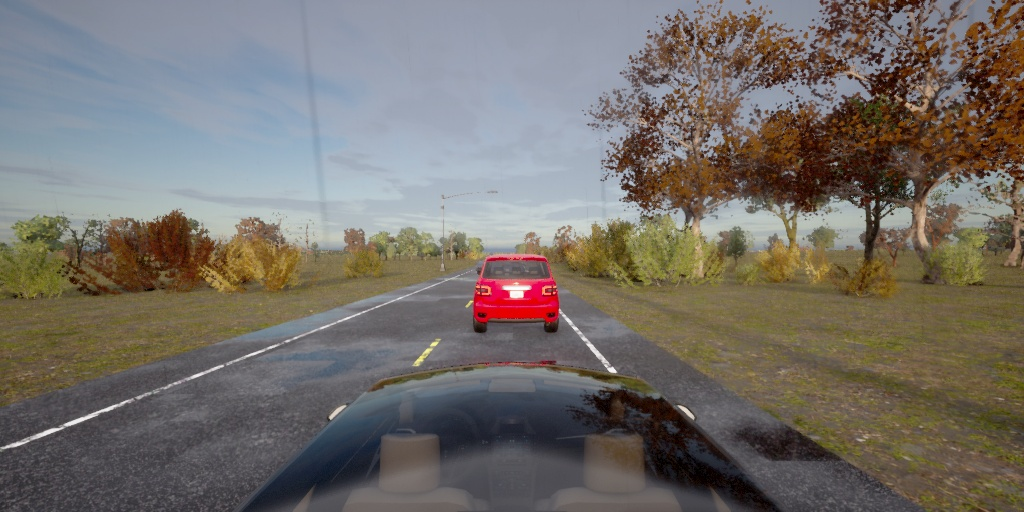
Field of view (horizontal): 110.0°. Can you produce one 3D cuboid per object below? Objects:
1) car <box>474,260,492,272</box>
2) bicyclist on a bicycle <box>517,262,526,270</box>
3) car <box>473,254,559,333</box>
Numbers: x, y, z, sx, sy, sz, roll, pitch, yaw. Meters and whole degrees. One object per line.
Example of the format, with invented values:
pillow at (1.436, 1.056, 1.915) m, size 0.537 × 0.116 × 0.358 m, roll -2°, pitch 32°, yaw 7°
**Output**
car at (-3.829, 1.283, 47.630) m, size 2.033 × 1.411 × 5.357 m, roll 0°, pitch 0°, yaw -1°
bicyclist on a bicycle at (0.873, 1.110, 30.063) m, size 0.659 × 1.776 × 1.843 m, roll 0°, pitch 0°, yaw 0°
car at (0.083, 0.968, 10.884) m, size 2.150 × 2.045 × 5.566 m, roll 0°, pitch 0°, yaw -1°
